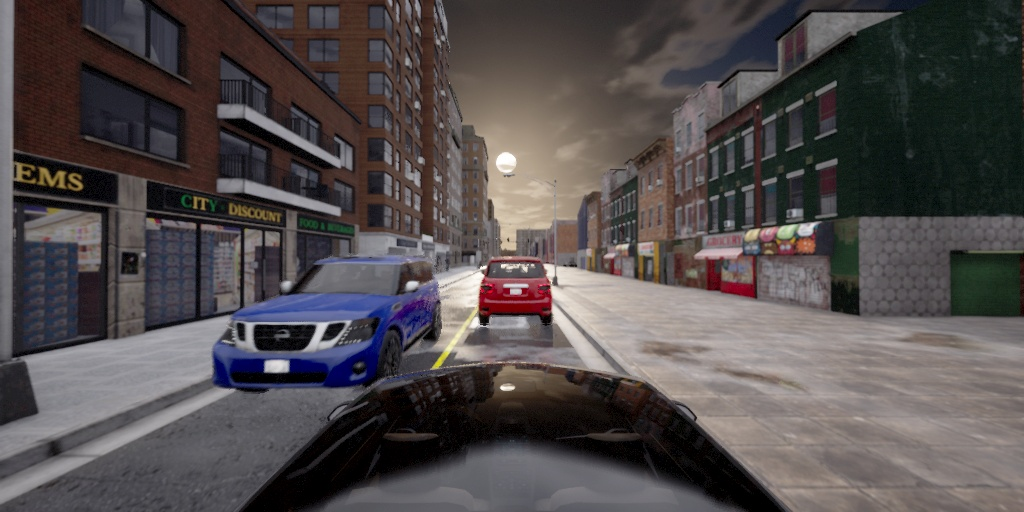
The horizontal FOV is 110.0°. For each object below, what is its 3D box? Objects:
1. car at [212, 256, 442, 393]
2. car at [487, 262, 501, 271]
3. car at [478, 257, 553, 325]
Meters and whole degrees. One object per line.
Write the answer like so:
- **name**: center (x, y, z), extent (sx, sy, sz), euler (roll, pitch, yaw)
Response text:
- **car**: center (-2.855, 1.005, 7.115), extent (2.150, 2.045, 5.566), euler (0, 0, 0)
- **car**: center (-2.789, 1.687, 56.458), extent (1.895, 1.301, 4.718), euler (0, 0, 0)
- **car**: center (0.096, 1.040, 12.272), extent (2.150, 2.045, 5.566), euler (0, 0, 0)
